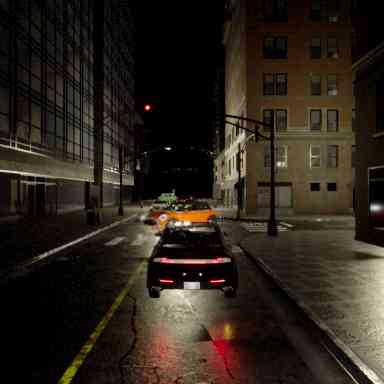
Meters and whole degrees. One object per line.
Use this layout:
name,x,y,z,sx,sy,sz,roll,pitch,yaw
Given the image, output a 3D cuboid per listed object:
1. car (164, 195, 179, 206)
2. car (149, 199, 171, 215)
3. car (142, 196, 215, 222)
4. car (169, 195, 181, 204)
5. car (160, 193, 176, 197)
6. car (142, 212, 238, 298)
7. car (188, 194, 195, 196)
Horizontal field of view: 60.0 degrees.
car,-3.227,1.317,53.636,2.097,1.767,4.553,0,0,0
car,-3.195,1.506,34.279,1.812,1.442,4.674,0,0,0
car,-0.666,1.340,19.411,4.553,1.767,2.097,0,1,-42
car,-3.243,1.449,64.008,2.128,1.511,4.902,0,0,0
car,-3.203,1.194,43.732,2.150,2.045,5.566,0,0,1
car,0.022,1.490,8.479,2.128,1.511,4.902,0,0,1
car,-0.092,1.309,66.007,2.097,1.767,4.553,0,0,0
